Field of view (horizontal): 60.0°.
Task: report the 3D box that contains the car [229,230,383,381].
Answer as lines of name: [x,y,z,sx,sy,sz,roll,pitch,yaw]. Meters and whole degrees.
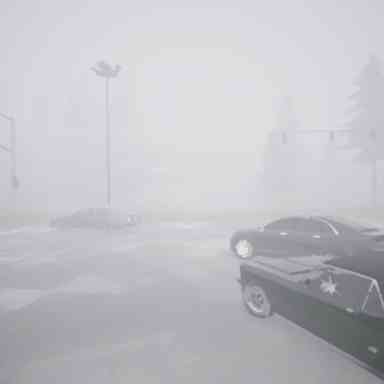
car: [2.480,1.531,4.676,1.895,1.301,4.718,-1,0,-21]

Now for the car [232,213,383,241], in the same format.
car: [3.253,1.394,9.874,1.837,1.490,4.892,1,-1,-41]

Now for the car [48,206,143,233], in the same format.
car: [-5.571,1.541,19.312,5.357,1.411,2.033,-1,0,16]
